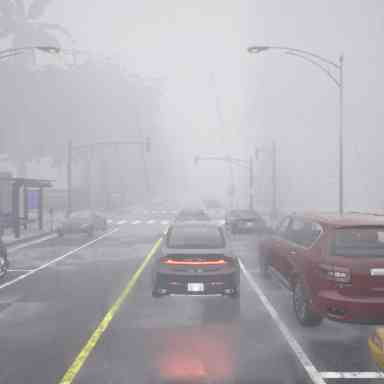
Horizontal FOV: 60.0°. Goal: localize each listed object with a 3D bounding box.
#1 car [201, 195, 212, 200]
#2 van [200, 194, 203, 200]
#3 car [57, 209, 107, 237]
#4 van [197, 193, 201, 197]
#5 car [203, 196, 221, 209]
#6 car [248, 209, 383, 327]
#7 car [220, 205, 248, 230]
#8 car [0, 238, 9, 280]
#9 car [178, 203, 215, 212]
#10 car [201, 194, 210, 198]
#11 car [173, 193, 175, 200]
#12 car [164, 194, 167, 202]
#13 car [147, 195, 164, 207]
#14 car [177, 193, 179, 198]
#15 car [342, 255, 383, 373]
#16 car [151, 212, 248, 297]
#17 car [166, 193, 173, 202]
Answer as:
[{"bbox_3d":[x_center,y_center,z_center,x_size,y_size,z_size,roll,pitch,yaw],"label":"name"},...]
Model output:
[{"bbox_3d":[2.820,1.541,49.668,1.947,1.339,4.313,0,0,0],"label":"car"},{"bbox_3d":[2.832,1.306,60.509,1.690,1.788,3.998,0,0,0],"label":"van"},{"bbox_3d":[-5.744,1.577,17.839,1.802,1.307,4.206,0,0,0],"label":"car"},{"bbox_3d":[2.859,1.278,82.190,1.690,1.788,3.998,0,0,0],"label":"van"},{"bbox_3d":[2.813,1.545,44.248,1.947,1.339,4.313,0,0,0],"label":"car"},{"bbox_3d":[2.767,1.314,6.960,2.192,1.841,5.009,0,0,0],"label":"car"},{"bbox_3d":[2.781,1.561,17.811,1.947,1.339,4.313,0,0,0],"label":"car"},{"bbox_3d":[-5.758,1.439,6.987,1.967,1.590,4.097,0,0,0],"label":"car"},{"bbox_3d":[0.024,1.559,18.571,1.994,1.385,4.181,0,0,0],"label":"car"},{"bbox_3d":[2.827,1.496,55.259,1.752,1.417,4.829,0,0,0],"label":"car"},{"bbox_3d":[-5.674,1.260,76.800,2.192,1.841,5.009,0,0,0],"label":"car"},{"bbox_3d":[-5.699,1.411,55.118,1.967,1.590,4.097,0,0,0],"label":"car"},{"bbox_3d":[-5.706,1.526,49.698,2.008,1.369,4.403,0,0,0],"label":"car"},{"bbox_3d":[-5.654,1.234,93.061,2.192,1.841,5.009,0,0,0],"label":"car"},{"bbox_3d":[2.762,1.525,1.705,1.752,1.417,4.829,0,0,0],"label":"car"},{"bbox_3d":[0.086,1.503,8.542,1.837,1.490,4.892,0,0,0],"label":"car"},{"bbox_3d":[-5.680,1.392,71.379,1.967,1.590,4.097,0,0,0],"label":"car"}]
